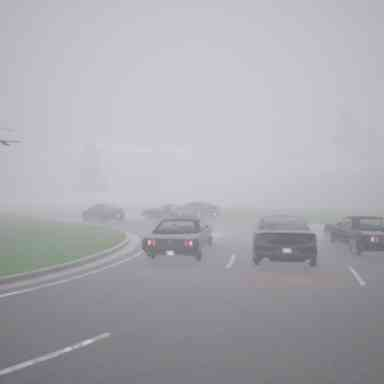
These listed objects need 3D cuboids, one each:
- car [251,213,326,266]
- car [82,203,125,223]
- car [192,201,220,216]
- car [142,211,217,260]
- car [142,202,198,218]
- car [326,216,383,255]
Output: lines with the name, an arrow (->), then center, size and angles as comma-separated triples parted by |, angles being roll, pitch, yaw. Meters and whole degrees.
car -> 3.131, 1.483, 11.686 | 1.882, 1.535, 5.008 | 0, 0, 11
car -> -7.109, 1.633, 26.677 | 1.812, 1.442, 4.674 | 0, 0, -43
car -> 0.272, 1.568, 29.118 | 1.837, 1.490, 4.892 | 0, 0, -42
car -> -0.311, 1.632, 12.646 | 1.895, 1.301, 4.718 | 0, 0, 10
car -> -1.986, 1.673, 26.465 | 1.895, 1.301, 4.718 | 0, 0, -41
car -> 6.760, 1.584, 13.057 | 1.895, 1.301, 4.718 | 0, 0, 6
